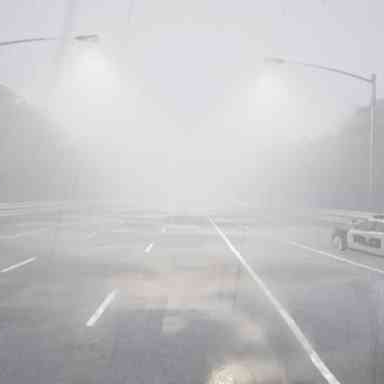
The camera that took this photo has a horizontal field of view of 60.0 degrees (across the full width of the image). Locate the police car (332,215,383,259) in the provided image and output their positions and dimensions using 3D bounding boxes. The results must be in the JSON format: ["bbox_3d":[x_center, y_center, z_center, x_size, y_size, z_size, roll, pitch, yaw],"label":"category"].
[{"bbox_3d":[7.199,1.670,12.457,1.930,1.638,5.238,2,-1,-9],"label":"police car"}]
